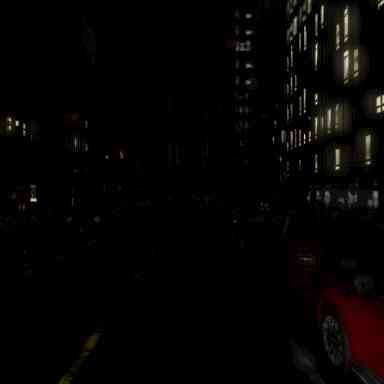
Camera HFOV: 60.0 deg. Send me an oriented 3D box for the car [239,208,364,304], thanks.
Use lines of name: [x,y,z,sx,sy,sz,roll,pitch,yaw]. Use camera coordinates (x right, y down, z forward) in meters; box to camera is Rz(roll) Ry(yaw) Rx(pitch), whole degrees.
car: [2.687,1.314,8.060,2.192,1.841,5.009,0,0,0]

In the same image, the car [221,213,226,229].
car: [2.688,1.569,19.108,1.947,1.339,4.313,0,0,0]

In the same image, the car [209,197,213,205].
car: [2.687,1.589,57.777,2.008,1.369,4.403,0,0,0]

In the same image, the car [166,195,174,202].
car: [-5.694,1.612,74.346,2.008,1.369,4.403,0,0,0]

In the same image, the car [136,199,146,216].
car: [-5.693,1.560,30.153,2.008,1.369,4.403,0,0,0]

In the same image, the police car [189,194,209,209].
police car: [0.900,1.452,46.905,1.930,1.638,5.238,0,0,0]

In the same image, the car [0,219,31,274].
car: [-5.693,1.439,8.057,1.967,1.590,4.097,0,0,0]

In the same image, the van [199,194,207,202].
van: [2.685,1.411,79.874,1.690,1.788,3.998,0,0,0]

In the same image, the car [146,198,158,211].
car: [-5.693,1.545,41.030,1.752,1.417,4.829,0,0,0]

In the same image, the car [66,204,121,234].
car: [-5.693,1.443,19.106,1.967,1.590,4.097,0,0,0]

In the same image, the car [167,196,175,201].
car: [-5.693,1.655,90.918,1.947,1.339,4.313,0,0,0]

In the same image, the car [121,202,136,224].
car: [-5.693,1.556,24.628,2.008,1.369,4.403,0,0,0]

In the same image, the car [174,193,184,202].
car: [-3.000,1.282,76.710,2.150,2.045,5.566,0,0,0]

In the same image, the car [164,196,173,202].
car: [-5.694,1.615,79.870,1.887,1.381,4.507,0,0,0]

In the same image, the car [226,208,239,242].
car: [2.688,1.545,13.584,1.887,1.381,4.507,0,0,0]

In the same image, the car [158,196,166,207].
car: [-5.693,1.583,52.250,2.008,1.369,4.403,0,0,0]

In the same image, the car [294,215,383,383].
car: [2.687,1.314,2.535,2.192,1.841,5.009,0,0,0]
